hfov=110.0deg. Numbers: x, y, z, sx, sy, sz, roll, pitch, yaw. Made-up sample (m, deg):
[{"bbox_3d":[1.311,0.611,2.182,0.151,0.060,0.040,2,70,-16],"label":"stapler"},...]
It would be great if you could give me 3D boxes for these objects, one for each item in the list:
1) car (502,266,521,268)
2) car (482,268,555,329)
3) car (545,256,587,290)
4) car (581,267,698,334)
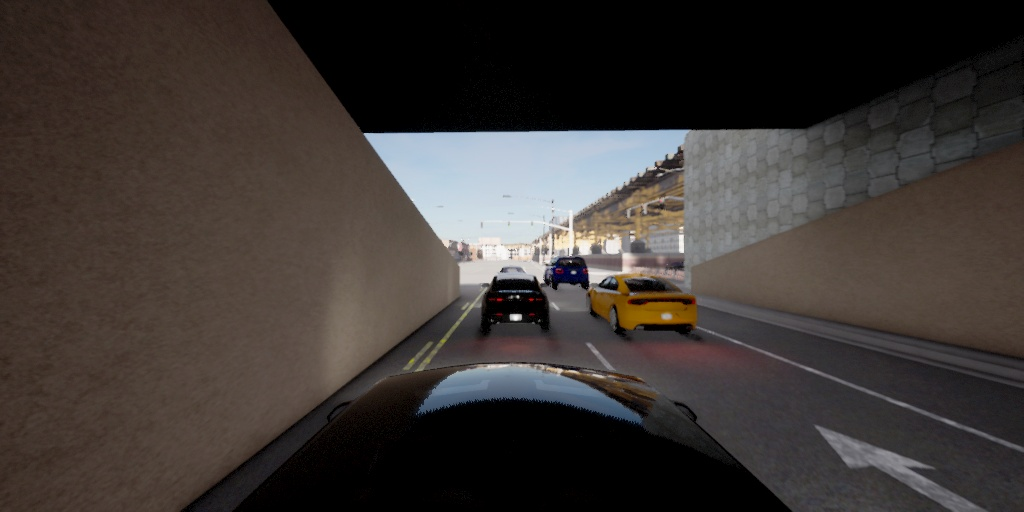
[{"bbox_3d":[-0.022,1.364,23.444,2.033,1.411,5.357,0,0,-3],"label":"car"},{"bbox_3d":[0.095,1.285,11.383,1.837,1.490,4.892,0,0,0],"label":"car"},{"bbox_3d":[3.458,1.041,23.568,2.150,2.045,5.566,0,0,-3],"label":"car"},{"bbox_3d":[3.595,1.255,10.800,1.882,1.535,5.008,0,0,0],"label":"car"}]
